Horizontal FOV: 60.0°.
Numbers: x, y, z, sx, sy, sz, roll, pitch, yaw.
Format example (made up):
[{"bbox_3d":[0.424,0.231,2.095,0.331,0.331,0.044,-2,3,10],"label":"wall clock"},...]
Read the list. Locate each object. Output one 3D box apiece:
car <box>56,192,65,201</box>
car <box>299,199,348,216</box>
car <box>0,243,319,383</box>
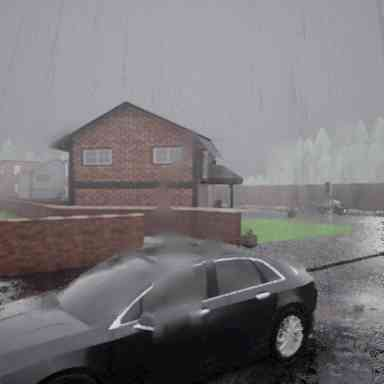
[{"bbox_3d":[-14.525,0.979,38.476,1.905,1.878,3.866,0,0,-35],"label":"car"},{"bbox_3d":[13.117,1.517,33.536,1.837,1.490,4.892,0,0,-35],"label":"car"},{"bbox_3d":[-0.365,1.506,4.310,4.892,1.490,1.837,0,0,-35],"label":"car"}]
